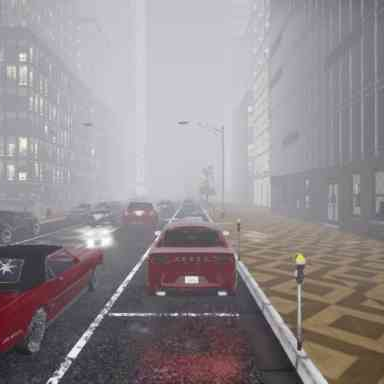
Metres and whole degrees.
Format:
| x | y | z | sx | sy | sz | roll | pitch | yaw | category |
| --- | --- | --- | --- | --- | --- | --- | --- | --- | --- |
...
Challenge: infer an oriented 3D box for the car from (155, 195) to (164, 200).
| x | y | z | sx | sy | sz | roll | pitch | yaw | category |
| --- | --- | --- | --- | --- | --- | --- | --- | --- | --- |
| -8.832 | 1.504 | 89.799 | 1.947 | 1.339 | 4.313 | 0 | 0 | 0 | car |

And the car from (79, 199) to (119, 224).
| x | y | z | sx | sy | sz | roll | pitch | yaw | category |
| --- | --- | --- | --- | --- | --- | --- | --- | --- | --- |
| -6.245 | 1.486 | 24.423 | 2.128 | 1.511 | 4.902 | 0 | 0 | 0 | car |

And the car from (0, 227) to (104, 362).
| x | y | z | sx | sy | sz | roll | pitch | yaw | category |
| --- | --- | --- | --- | --- | --- | --- | --- | --- | --- |
| -3.047 | 1.600 | 5.986 | 1.895 | 1.301 | 4.718 | 0 | 0 | 0 | car |

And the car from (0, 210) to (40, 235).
| x | y | z | sx | sy | sz | roll | pitch | yaw | category |
| --- | --- | --- | --- | --- | --- | --- | --- | --- | --- |
| -8.833 | 1.563 | 15.800 | 1.947 | 1.339 | 4.313 | 0 | 0 | 0 | car |

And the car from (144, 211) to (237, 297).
| x | y | z | sx | sy | sz | roll | pitch | yaw | category |
| --- | --- | --- | --- | --- | --- | --- | --- | --- | --- |
| -0.006 | 1.477 | 8.649 | 1.882 | 1.535 | 5.008 | 0 | 0 | 0 | car |

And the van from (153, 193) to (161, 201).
| x | y | z | sx | sy | sz | roll | pitch | yaw | category |
| --- | --- | --- | --- | --- | --- | --- | --- | --- | --- |
| -8.831 | 1.286 | 84.106 | 1.690 | 1.788 | 3.998 | 0 | 0 | 0 | van |

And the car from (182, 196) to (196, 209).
| x | y | z | sx | sy | sz | roll | pitch | yaw | category |
| --- | --- | --- | --- | --- | --- | --- | --- | --- | --- |
| -0.452 | 1.548 | 44.248 | 1.947 | 1.339 | 4.313 | 0 | 0 | 0 | car |

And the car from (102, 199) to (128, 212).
| x | y | z | sx | sy | sz | roll | pitch | yaw | category |
| --- | --- | --- | --- | --- | --- | --- | --- | --- | --- |
| -8.833 | 1.537 | 38.569 | 2.008 | 1.369 | 4.403 | 0 | 0 | 0 | car |

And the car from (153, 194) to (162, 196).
| x | y | z | sx | sy | sz | roll | pitch | yaw | category |
| --- | --- | --- | --- | --- | --- | --- | --- | --- | --- |
| -8.832 | 1.391 | 78.413 | 1.967 | 1.590 | 4.097 | 0 | 0 | 0 | car |

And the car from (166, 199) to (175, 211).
| x | y | z | sx | sy | sz | roll | pitch | yaw | category |
| --- | --- | --- | --- | --- | --- | --- | --- | --- | --- |
| -3.046 | 1.549 | 39.252 | 1.994 | 1.385 | 4.181 | 0 | 0 | 0 | car |

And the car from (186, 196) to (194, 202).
| x | y | z | sx | sy | sz | roll | pitch | yaw | category |
| --- | --- | --- | --- | --- | --- | --- | --- | --- | --- |
| -0.452 | 1.533 | 78.399 | 1.802 | 1.307 | 4.206 | 0 | 0 | 0 | car |

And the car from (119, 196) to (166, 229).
| x | y | z | sx | sy | sz | roll | pitch | yaw | category |
| --- | --- | --- | --- | --- | --- | --- | --- | --- | --- |
| -3.145 | 1.347 | 21.930 | 2.097 | 1.767 | 4.553 | 0 | 0 | 0 | car |

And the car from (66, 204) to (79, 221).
| x | y | z | sx | sy | sz | roll | pitch | yaw | category |
| --- | --- | --- | --- | --- | --- | --- | --- | --- | --- |
| -8.832 | 1.575 | 27.183 | 1.802 | 1.307 | 4.206 | 0 | 0 | 0 | car |
